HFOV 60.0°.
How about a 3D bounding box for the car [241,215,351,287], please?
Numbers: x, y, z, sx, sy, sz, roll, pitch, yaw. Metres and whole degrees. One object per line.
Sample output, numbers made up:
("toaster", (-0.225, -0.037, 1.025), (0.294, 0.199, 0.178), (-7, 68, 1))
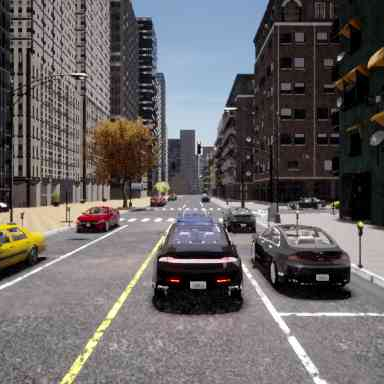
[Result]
("car", (2.732, 1.552, 9.116), (2.008, 1.369, 4.403), (0, 0, 0))

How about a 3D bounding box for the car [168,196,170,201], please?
("car", (-5.405, 1.607, 58.134), (1.947, 1.339, 4.313), (0, 0, 0))

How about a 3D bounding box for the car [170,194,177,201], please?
("car", (-5.268, 1.649, 85.749), (1.947, 1.339, 4.313), (0, 0, 0))

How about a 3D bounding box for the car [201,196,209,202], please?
("car", (3.086, 1.599, 80.353), (1.752, 1.417, 4.829), (0, 0, 0))

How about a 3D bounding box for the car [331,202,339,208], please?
("car", (19.017, 1.259, 39.562), (4.829, 1.417, 1.752), (-1, 1, 0))

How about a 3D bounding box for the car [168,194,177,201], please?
("car", (-5.241, 1.410, 91.271), (2.192, 1.841, 5.009), (0, 0, 0))

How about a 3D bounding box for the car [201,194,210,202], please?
("car", (3.058, 1.630, 74.660), (1.947, 1.339, 4.313), (0, 0, 0))

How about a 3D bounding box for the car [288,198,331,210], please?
("car", (13.620, 1.359, 39.534), (4.403, 1.369, 2.008), (-1, 1, 0))

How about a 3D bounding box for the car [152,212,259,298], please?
("car", (0.130, 1.492, 8.518), (2.128, 1.511, 4.902), (0, 0, 0))

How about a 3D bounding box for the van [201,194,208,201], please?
("van", (3.113, 1.425, 85.707), (1.690, 1.788, 3.998), (0, 0, 0))

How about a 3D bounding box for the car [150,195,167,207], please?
("car", (-5.433, 1.349, 52.611), (2.192, 1.841, 5.009), (0, 0, 0))

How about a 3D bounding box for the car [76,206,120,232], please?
("car", (-5.594, 1.549, 20.224), (1.887, 1.381, 4.507), (0, 0, 0))

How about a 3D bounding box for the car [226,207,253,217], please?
("car", (2.786, 1.555, 20.182), (2.008, 1.369, 4.403), (0, 0, 0))

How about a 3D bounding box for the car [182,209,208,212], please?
("car", (0.167, 1.605, 18.636), (1.895, 1.301, 4.718), (0, 0, 1))

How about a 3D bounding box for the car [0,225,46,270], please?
("car", (-5.649, 1.526, 8.988), (1.752, 1.417, 4.829), (0, 0, 0))
